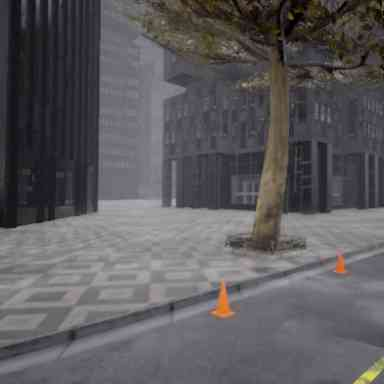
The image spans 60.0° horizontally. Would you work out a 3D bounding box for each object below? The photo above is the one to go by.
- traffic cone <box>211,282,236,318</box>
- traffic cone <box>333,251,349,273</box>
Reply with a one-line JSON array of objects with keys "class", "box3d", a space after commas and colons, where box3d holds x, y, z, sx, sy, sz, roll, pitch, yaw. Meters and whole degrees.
[{"class": "traffic cone", "box3d": [0.604, 2.014, 6.324, 0.340, 0.580, 0.340, 0, -1, -42]}, {"class": "traffic cone", "box3d": [4.318, 2.020, 9.671, 0.340, 0.580, 0.340, 0, -1, -42]}]
